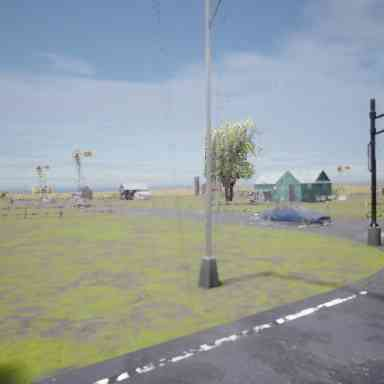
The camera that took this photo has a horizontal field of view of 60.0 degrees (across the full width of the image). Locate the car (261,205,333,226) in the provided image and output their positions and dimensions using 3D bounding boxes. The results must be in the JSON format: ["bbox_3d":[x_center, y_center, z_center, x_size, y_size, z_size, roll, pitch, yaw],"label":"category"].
[{"bbox_3d":[7.607,1.688,24.846,2.033,1.411,5.357,-2,0,-36],"label":"car"}]

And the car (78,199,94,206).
[{"bbox_3d":[-20.353,2.136,63.871,2.097,1.767,4.553,-2,0,-36],"label":"car"}]
